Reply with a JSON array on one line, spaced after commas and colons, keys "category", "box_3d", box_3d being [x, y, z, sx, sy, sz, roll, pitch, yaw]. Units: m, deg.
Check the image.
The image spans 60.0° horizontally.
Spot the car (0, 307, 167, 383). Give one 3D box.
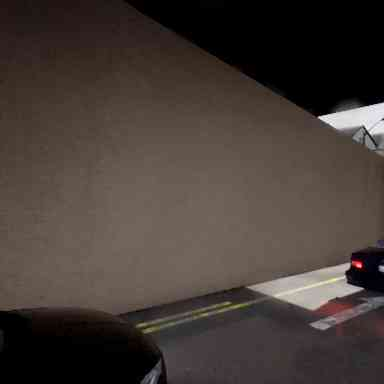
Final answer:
[{"category": "car", "box_3d": [-2.451, 1.490, 2.076, 4.902, 1.511, 2.128, 0, 0, -35]}]

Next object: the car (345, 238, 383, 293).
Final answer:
[{"category": "car", "box_3d": [5.793, 1.547, 7.889, 5.357, 1.411, 2.033, 0, 0, -36]}]
